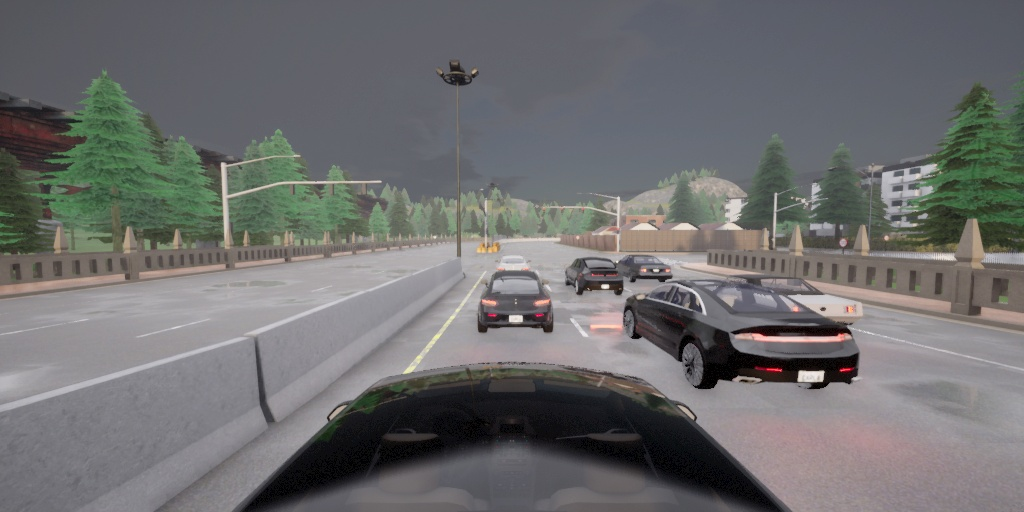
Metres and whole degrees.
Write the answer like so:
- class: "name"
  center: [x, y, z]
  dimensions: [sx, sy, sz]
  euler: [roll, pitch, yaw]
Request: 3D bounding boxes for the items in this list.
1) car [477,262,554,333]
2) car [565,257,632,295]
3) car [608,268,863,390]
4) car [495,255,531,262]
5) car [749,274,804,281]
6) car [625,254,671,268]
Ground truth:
- class: "car"
  center: [0.080, 1.112, 10.080]
  dimensions: [1.812, 1.442, 4.674]
  euler: [0, 2, 0]
- class: "car"
  center: [3.567, 0.792, 16.139]
  dimensions: [1.837, 1.490, 4.892]
  euler: [0, 3, 0]
- class: "car"
  center: [3.585, 1.178, 6.715]
  dimensions: [2.128, 1.511, 4.902]
  euler: [0, 1, 0]
- class: "car"
  center: [0.059, 0.647, 19.089]
  dimensions: [1.812, 1.442, 4.674]
  euler: [0, 3, 0]
- class: "car"
  center: [7.082, 1.172, 10.467]
  dimensions: [1.895, 1.301, 4.718]
  euler: [0, 2, 0]
- class: "car"
  center: [7.092, 0.619, 20.028]
  dimensions: [2.033, 1.411, 5.357]
  euler: [0, 3, 1]
